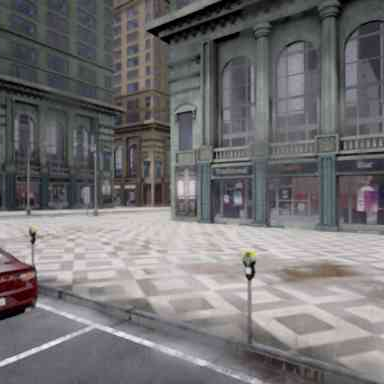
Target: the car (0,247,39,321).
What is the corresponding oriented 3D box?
[{"bbox_3d":[-4.745,1.544,6.313,4.507,1.381,1.887,0,0,35],"label":"car"}]
